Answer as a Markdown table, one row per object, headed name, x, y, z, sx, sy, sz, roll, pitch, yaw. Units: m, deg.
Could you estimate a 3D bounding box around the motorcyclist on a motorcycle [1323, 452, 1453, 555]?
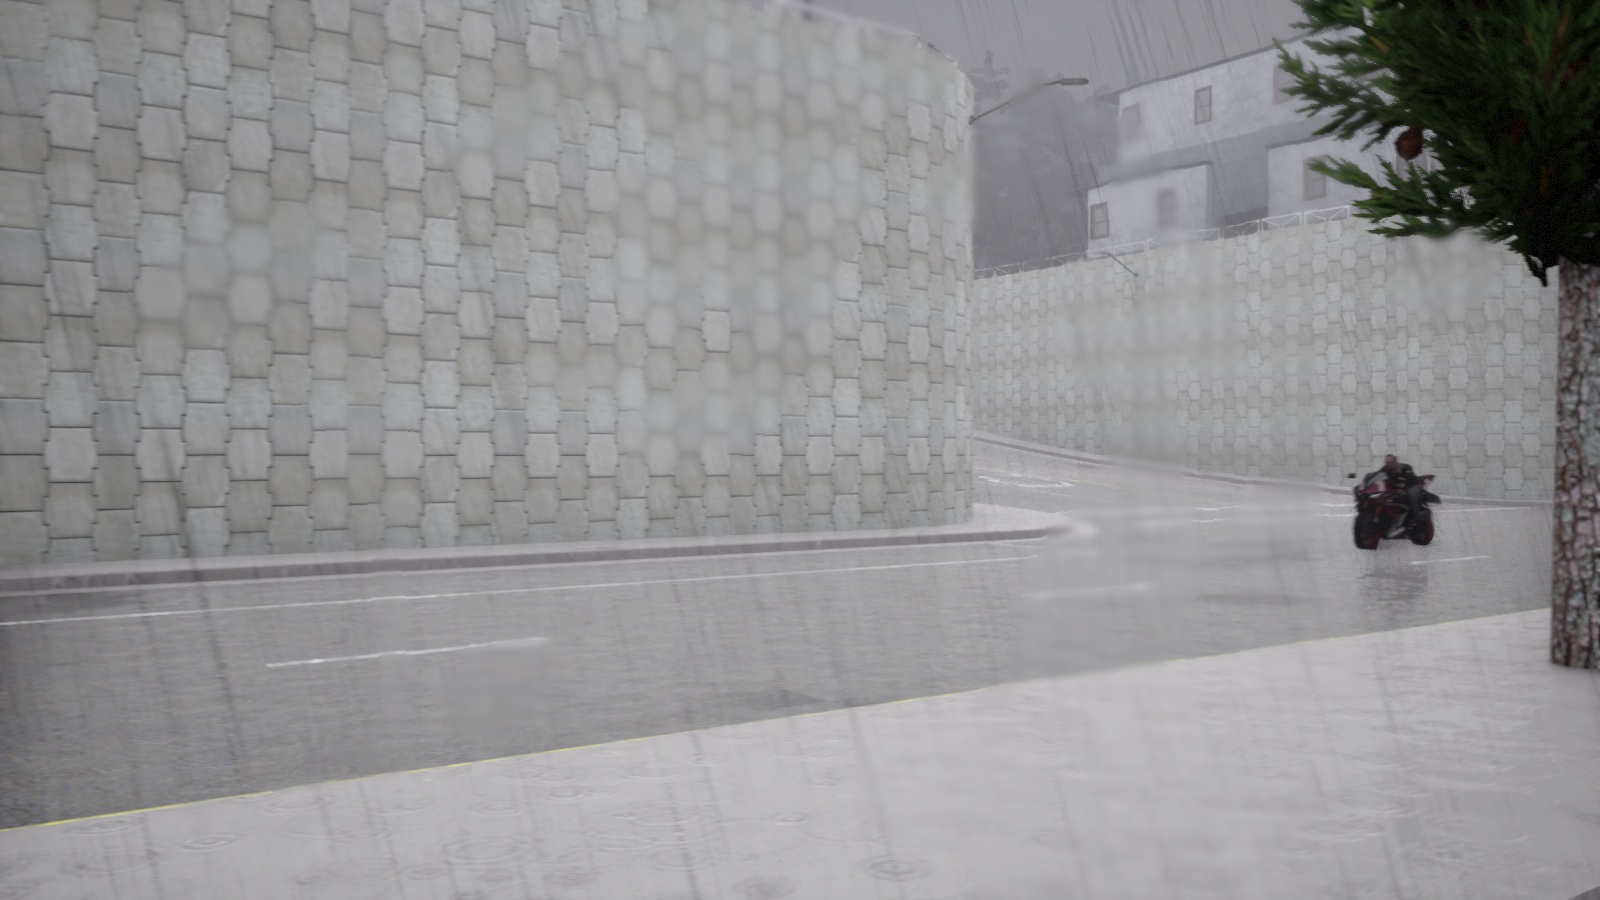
| name | x | y | z | sx | sy | sz | roll | pitch | yaw |
| --- | --- | --- | --- | --- | --- | --- | --- | --- | --- |
| motorcyclist on a motorcycle | 9.331 | 0.802 | 19.900 | 2.191 | 1.530 | 0.866 | -1 | 0 | -35 |
